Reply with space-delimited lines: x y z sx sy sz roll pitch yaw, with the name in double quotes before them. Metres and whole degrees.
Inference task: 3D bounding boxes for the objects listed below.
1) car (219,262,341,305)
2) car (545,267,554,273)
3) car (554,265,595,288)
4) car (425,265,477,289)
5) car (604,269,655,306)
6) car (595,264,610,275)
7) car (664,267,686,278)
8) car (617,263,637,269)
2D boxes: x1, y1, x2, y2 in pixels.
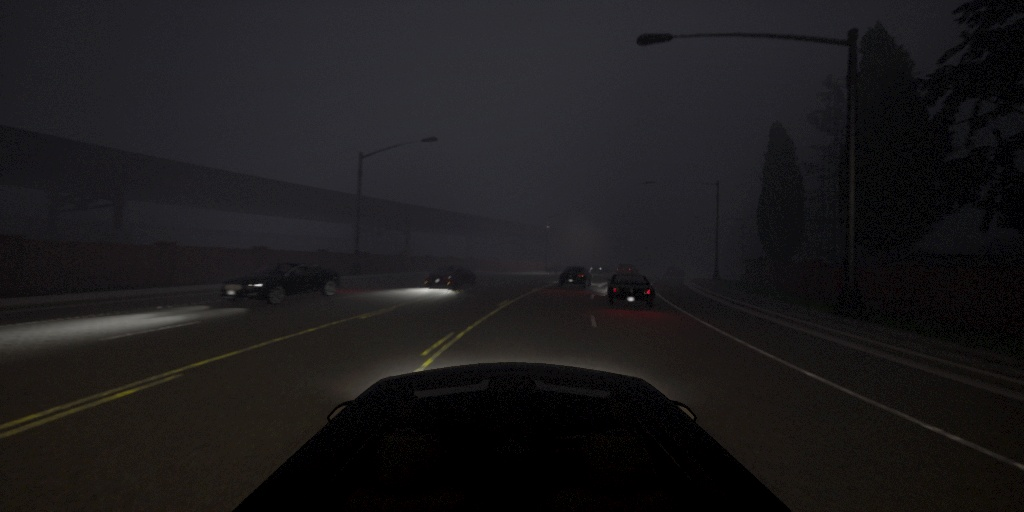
"car" -9.174 1.010 14.699 2.128 1.511 4.902 1 0 11
"car" 6.778 1.936 54.232 1.895 1.301 4.718 1 -2 33
"car" 4.429 1.393 24.919 1.812 1.442 4.674 1 0 18
"car" -3.747 1.237 22.524 1.994 1.385 4.181 1 0 16
"car" 5.440 1.485 16.869 1.895 1.301 4.718 1 0 14
"car" 14.581 2.152 59.148 2.097 1.767 4.553 1 -3 37
"car" 25.593 2.508 56.158 2.097 1.767 4.553 1 -3 40
"car" 15.535 1.801 48.104 2.097 1.767 4.553 1 -2 32
